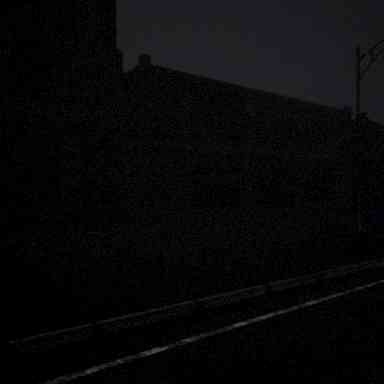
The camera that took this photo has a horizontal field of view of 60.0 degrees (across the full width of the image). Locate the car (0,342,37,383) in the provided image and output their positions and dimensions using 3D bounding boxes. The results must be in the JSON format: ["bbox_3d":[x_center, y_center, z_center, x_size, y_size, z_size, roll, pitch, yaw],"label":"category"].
[{"bbox_3d":[-2.835,1.565,1.353,4.181,1.385,1.994,0,0,-35],"label":"car"}]
